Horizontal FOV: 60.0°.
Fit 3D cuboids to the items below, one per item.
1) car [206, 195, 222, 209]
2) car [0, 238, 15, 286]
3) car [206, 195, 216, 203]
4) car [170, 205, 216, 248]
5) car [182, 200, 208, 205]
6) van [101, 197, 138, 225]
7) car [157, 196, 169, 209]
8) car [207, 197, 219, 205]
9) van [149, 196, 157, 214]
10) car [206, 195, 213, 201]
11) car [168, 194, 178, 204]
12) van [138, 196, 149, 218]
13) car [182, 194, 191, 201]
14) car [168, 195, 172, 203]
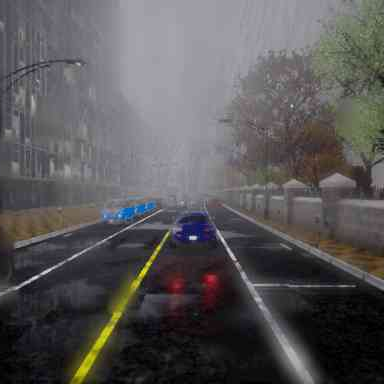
[{"bbox_3d":[3.247,1.548,46.178,1.887,1.381,4.507,0,0,2],"label":"car"},{"bbox_3d":[-5.304,1.564,6.690,1.947,1.339,4.313,0,0,0],"label":"car"},{"bbox_3d":[3.891,1.450,68.756,1.967,1.590,4.097,0,0,2],"label":"car"},{"bbox_3d":[0.055,1.533,14.613,1.812,1.442,4.674,0,0,0],"label":"car"},{"bbox_3d":[0.222,1.618,29.632,1.895,1.301,4.718,0,0,1],"label":"car"},{"bbox_3d":[-5.174,1.340,23.574,1.690,1.788,3.998,0,0,1],"label":"van"},{"bbox_3d":[-4.783,1.569,46.090,1.947,1.339,4.313,0,0,1],"label":"car"},{"bbox_3d":[3.534,1.572,57.472,1.947,1.339,4.313,0,0,2],"label":"car"},{"bbox_3d":[-5.011,1.342,34.838,1.690,1.788,3.998,0,0,1],"label":"van"},{"bbox_3d":[4.748,1.525,89.602,1.837,1.490,4.892,0,0,3],"label":"car"},{"bbox_3d":[-4.329,1.558,62.977,2.008,1.369,4.403,0,0,2],"label":"car"},{"bbox_3d":[-5.099,1.341,29.209,1.690,1.788,3.998,0,0,1],"label":"van"},{"bbox_3d":[-1.313,1.321,75.988,2.097,1.767,4.553,0,0,2],"label":"car"},{"bbox_3d":[-4.648,1.555,51.725,2.008,1.369,4.403,0,0,1],"label":"car"}]
